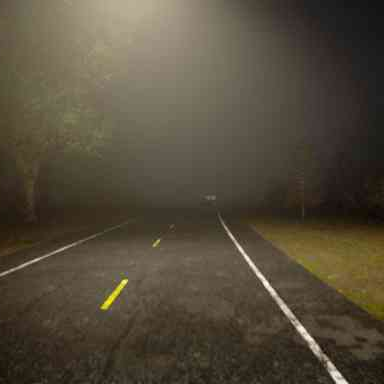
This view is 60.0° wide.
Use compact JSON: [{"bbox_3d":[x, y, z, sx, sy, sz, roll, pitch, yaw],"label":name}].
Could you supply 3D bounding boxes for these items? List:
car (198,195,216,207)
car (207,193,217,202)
[{"bbox_3d":[2.368,1.578,51.963,1.895,1.301,4.718,0,0,5],"label":"car"},{"bbox_3d":[4.177,1.179,71.157,2.150,2.045,5.566,0,0,7],"label":"car"}]
